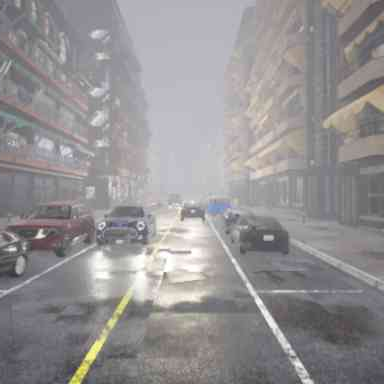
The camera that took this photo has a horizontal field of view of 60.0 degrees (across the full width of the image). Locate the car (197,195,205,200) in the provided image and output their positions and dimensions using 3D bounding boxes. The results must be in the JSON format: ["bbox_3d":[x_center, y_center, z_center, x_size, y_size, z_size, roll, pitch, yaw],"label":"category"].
[{"bbox_3d":[2.504,1.602,92.598,2.008,1.369,4.403,1,0,0],"label":"car"}]

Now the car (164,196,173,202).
[{"bbox_3d":[-5.369,1.562,75.381,1.752,1.417,4.829,1,0,0],"label":"car"}]

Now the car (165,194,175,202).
[{"bbox_3d":[-5.373,1.356,81.222,2.192,1.841,5.009,1,0,0],"label":"car"}]

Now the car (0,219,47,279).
[{"bbox_3d":[-5.312,1.553,7.500,2.008,1.369,4.403,1,0,0],"label":"car"}]

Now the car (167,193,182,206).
[{"bbox_3d":[-2.844,1.243,57.114,2.150,2.045,5.566,0,0,1],"label":"car"}]

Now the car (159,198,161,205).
[{"bbox_3d":[-5.336,1.456,41.526,1.967,1.590,4.097,1,0,0],"label":"car"}]

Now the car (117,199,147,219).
[{"bbox_3d":[-5.328,1.451,30.184,1.967,1.590,4.097,1,0,0],"label":"car"}]

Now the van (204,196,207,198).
[{"bbox_3d":[2.549,1.355,35.891,1.690,1.788,3.998,1,0,0],"label":"van"}]

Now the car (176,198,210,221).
[{"bbox_3d":[0.078,1.513,27.623,2.163,1.488,4.792,0,0,0],"label":"car"}]

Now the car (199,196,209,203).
[{"bbox_3d":[2.521,1.615,69.915,1.802,1.307,4.206,1,0,0],"label":"car"}]

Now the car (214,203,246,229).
[{"bbox_3d":[2.560,1.557,18.878,2.008,1.369,4.403,1,0,0],"label":"car"}]

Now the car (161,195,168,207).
[{"bbox_3d":[-5.346,1.572,52.867,2.008,1.369,4.403,1,0,0],"label":"car"}]

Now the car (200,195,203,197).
[{"bbox_3d":[2.534,1.547,53.073,1.752,1.417,4.829,1,0,0],"label":"car"}]

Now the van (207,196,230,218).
[{"bbox_3d":[2.554,1.352,30.220,1.690,1.788,3.998,1,0,0],"label":"van"}]

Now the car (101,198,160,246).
[{"bbox_3d":[-2.860,1.357,15.329,2.097,1.767,4.553,0,0,0],"label":"car"}]

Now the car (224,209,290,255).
[{"bbox_3d":[2.564,1.570,13.207,1.947,1.339,4.313,1,0,0],"label":"car"}]

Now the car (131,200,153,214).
[{"bbox_3d":[-5.334,1.595,35.855,1.802,1.307,4.206,1,0,0],"label":"car"}]

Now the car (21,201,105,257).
[{"bbox_3d":[-5.313,1.319,13.172,2.192,1.841,5.009,1,0,0],"label":"car"}]
